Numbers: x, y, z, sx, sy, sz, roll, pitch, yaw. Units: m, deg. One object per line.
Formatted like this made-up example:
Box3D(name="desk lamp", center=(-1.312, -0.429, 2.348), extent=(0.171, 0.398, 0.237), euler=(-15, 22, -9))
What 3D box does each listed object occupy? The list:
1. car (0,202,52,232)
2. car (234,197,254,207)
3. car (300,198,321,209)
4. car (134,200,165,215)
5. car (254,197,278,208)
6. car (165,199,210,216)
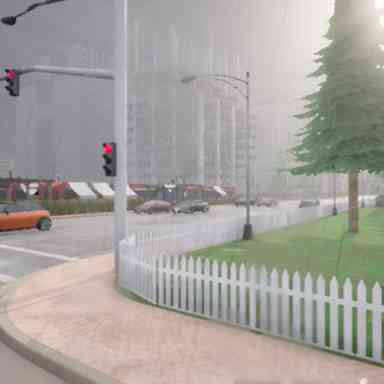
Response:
Box3D(name="car", center=(-10.072, 1.355, 18.049), extent=(2.097, 1.767, 4.553), euler=(0, 0, 32))
Box3D(name="car", center=(8.289, 1.483, 51.537), extent=(1.882, 1.535, 5.008), euler=(0, 0, 34))
Box3D(name="car", center=(15.269, 1.527, 42.920), extent=(1.812, 1.442, 4.674), euler=(0, 0, 34))
Box3D(name="car", center=(-3.827, 1.529, 33.721), extent=(1.812, 1.442, 4.674), euler=(0, 0, 34))
Box3D(name="car", center=(11.414, 1.536, 49.903), extent=(1.812, 1.442, 4.674), euler=(0, 0, 34))
Box3D(name="car", center=(-0.081, 1.494, 33.040), extent=(2.128, 1.511, 4.902), euler=(0, 0, 34))
